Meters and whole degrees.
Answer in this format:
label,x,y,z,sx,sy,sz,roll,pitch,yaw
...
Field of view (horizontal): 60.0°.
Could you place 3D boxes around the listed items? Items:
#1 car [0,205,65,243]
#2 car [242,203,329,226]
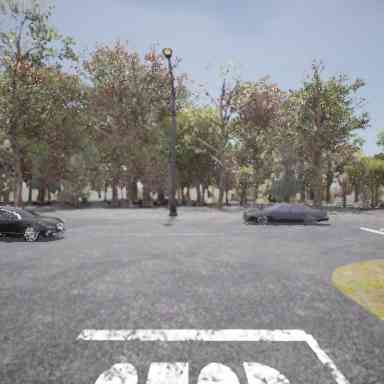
label,x,y,z,sx,sy,sz,roll,pitch,yaw
car,-8.248,1.361,14.873,4.892,1.490,1.837,1,1,1
car,6.082,1.436,21.801,5.357,1.411,2.033,0,0,0
